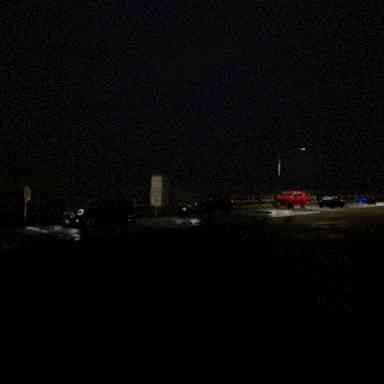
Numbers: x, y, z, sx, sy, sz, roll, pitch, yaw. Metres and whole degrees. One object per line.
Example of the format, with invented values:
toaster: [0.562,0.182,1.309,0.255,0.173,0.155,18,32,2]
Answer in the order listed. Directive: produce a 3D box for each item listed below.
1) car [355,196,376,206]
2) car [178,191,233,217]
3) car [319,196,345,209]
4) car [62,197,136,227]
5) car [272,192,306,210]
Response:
car: [27.129,1.287,51.901,1.882,1.535,5.008,2,1,43]
car: [1.270,0.983,28.731,2.150,2.045,5.566,2,2,43]
car: [17.767,1.309,42.089,2.128,1.511,4.902,2,1,43]
car: [-5.762,1.130,20.952,2.097,1.767,4.553,2,1,40]
car: [11.766,0.975,40.011,2.150,2.045,5.566,2,1,43]
